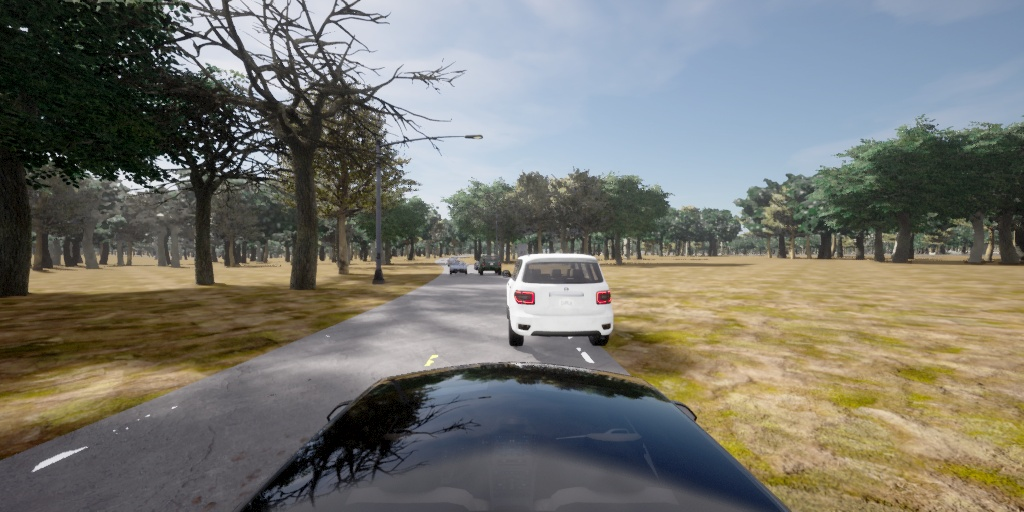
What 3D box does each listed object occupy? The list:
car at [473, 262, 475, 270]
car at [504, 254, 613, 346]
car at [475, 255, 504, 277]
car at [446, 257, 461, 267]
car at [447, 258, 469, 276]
[{"bbox_3d":[-4.035,1.194,48.061,1.994,1.385,4.181,0,0,-10],"label":"car"},{"bbox_3d":[0.959,0.968,9.513,2.150,2.045,5.566,0,0,-2],"label":"car"},{"bbox_3d":[-2.392,0.900,37.752,2.150,2.045,5.566,0,0,-9],"label":"car"},{"bbox_3d":[-10.154,1.042,62.144,2.128,1.511,4.902,0,0,-13],"label":"car"},{"bbox_3d":[-5.501,1.236,36.992,2.033,1.411,5.357,0,0,-8],"label":"car"}]
